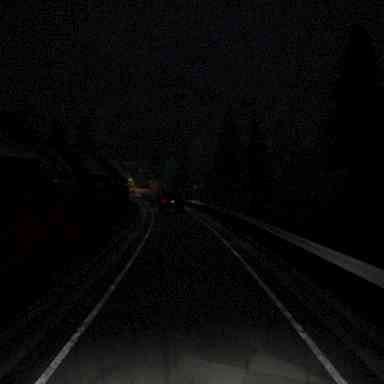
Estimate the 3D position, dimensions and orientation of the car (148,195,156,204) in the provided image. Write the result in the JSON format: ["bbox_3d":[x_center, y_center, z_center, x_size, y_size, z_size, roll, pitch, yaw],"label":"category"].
[{"bbox_3d":[-5.663,1.195,51.874,1.994,1.385,4.181,0,0,-13],"label":"car"}]

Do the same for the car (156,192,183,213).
[{"bbox_3d":[-2.164,0.984,33.364,2.150,2.045,5.566,0,0,-8],"label":"car"}]
